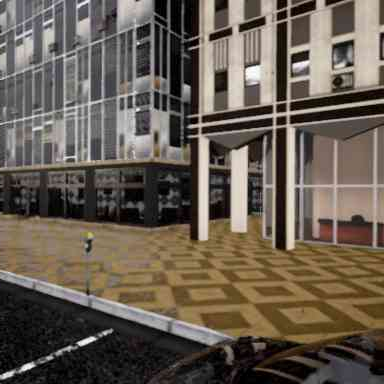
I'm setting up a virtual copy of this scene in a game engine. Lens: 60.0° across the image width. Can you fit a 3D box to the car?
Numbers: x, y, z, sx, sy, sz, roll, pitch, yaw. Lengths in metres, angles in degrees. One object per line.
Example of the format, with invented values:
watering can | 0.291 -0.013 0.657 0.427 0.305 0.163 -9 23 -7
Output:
car | 1.466 1.567 1.825 4.313 1.339 1.947 0 0 35
